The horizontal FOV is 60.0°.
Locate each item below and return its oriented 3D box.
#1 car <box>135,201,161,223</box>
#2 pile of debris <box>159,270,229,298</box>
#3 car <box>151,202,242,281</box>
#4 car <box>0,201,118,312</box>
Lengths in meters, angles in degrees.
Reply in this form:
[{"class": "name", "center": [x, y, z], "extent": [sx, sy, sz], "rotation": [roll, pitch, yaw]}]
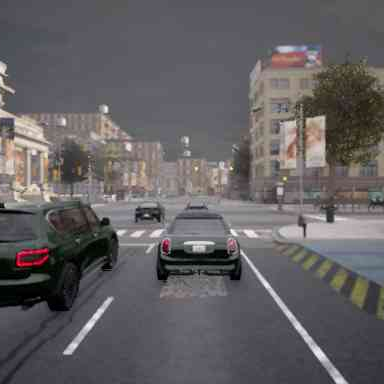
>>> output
[{"class": "car", "center": [-3.166, 1.467, 25.815], "extent": [1.882, 1.535, 5.008], "rotation": [0, 0, 1]}, {"class": "pile of debris", "center": [0.048, 2.172, 7.984], "extent": [1.500, 0.140, 1.860], "rotation": [0, 0, 1]}, {"class": "car", "center": [0.185, 1.348, 9.967], "extent": [2.097, 1.767, 4.553], "rotation": [0, 0, 0]}, {"class": "car", "center": [-3.338, 1.219, 7.827], "extent": [2.150, 2.045, 5.566], "rotation": [0, 0, 0]}]
